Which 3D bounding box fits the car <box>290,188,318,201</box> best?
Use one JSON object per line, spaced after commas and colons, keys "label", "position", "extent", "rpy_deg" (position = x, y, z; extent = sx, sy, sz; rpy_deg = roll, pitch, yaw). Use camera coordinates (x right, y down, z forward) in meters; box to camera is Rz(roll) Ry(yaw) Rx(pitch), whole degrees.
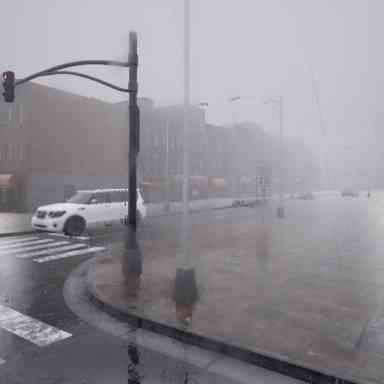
{"label": "car", "position": [13.947, 0.346, 42.032], "extent": [2.128, 1.511, 4.902], "rpy_deg": [0, 1, 36]}

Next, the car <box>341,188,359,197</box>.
{"label": "car", "position": [24.996, 0.090, 52.515], "extent": [2.033, 1.411, 5.357], "rpy_deg": [0, 2, 35]}

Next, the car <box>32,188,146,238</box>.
{"label": "car", "position": [-4.721, 0.869, 16.195], "extent": [2.150, 2.045, 5.566], "rpy_deg": [1, 2, 39]}

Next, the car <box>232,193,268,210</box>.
{"label": "car", "position": [5.247, 0.776, 29.896], "extent": [1.994, 1.385, 4.181], "rpy_deg": [0, 2, 36]}
